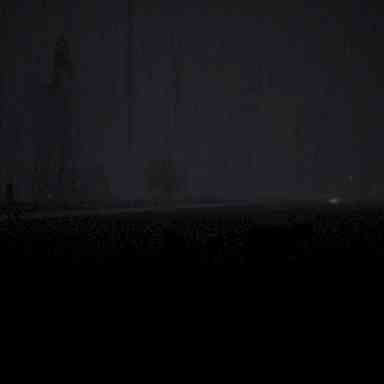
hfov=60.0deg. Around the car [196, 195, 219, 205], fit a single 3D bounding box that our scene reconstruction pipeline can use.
[{"bbox_3d":[2.611,1.323,56.770,1.882,1.535,5.008,1,0,39],"label":"car"}]
